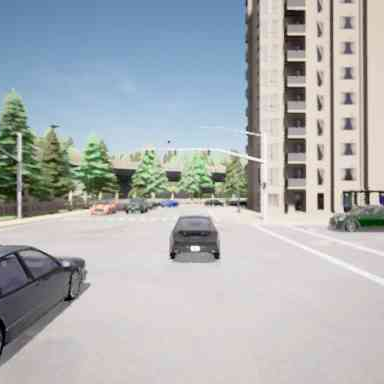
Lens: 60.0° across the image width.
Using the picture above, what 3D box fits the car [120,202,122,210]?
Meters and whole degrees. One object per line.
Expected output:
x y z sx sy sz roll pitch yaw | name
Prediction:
-10.448 2.113 48.560 1.994 1.385 4.181 0 -1 1 | car

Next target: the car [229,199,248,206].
10.023 2.317 70.076 4.902 1.511 2.128 0 -1 -37 | car

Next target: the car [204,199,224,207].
4.665 2.290 69.931 1.837 1.490 4.892 -1 -1 43 | car

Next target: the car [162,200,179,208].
-4.081 2.190 63.034 1.882 1.535 5.008 0 -1 21 | car

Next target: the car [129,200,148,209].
-9.342 2.187 58.520 1.812 1.442 4.674 0 -1 12 | car

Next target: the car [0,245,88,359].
-3.402 1.612 5.498 2.033 1.411 5.357 0 -1 0 | car

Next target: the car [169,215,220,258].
0.106 1.694 13.587 1.837 1.490 4.892 0 -1 0 | car

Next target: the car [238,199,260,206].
12.986 2.384 76.069 4.674 1.442 1.812 0 -1 -24 | car

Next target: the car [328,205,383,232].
11.397 1.655 21.824 4.553 1.767 2.097 0 -1 1 | car

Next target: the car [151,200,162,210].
-6.795 2.089 52.907 2.128 1.511 4.902 0 -1 6 | car

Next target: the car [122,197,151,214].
-7.044 1.707 42.901 2.150 2.045 5.566 0 -1 1 | car

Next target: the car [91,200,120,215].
-10.564 1.803 39.923 2.097 1.767 4.553 0 -1 0 | car

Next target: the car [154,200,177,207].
-5.397 2.313 68.109 2.033 1.411 5.357 0 -1 30 | car
